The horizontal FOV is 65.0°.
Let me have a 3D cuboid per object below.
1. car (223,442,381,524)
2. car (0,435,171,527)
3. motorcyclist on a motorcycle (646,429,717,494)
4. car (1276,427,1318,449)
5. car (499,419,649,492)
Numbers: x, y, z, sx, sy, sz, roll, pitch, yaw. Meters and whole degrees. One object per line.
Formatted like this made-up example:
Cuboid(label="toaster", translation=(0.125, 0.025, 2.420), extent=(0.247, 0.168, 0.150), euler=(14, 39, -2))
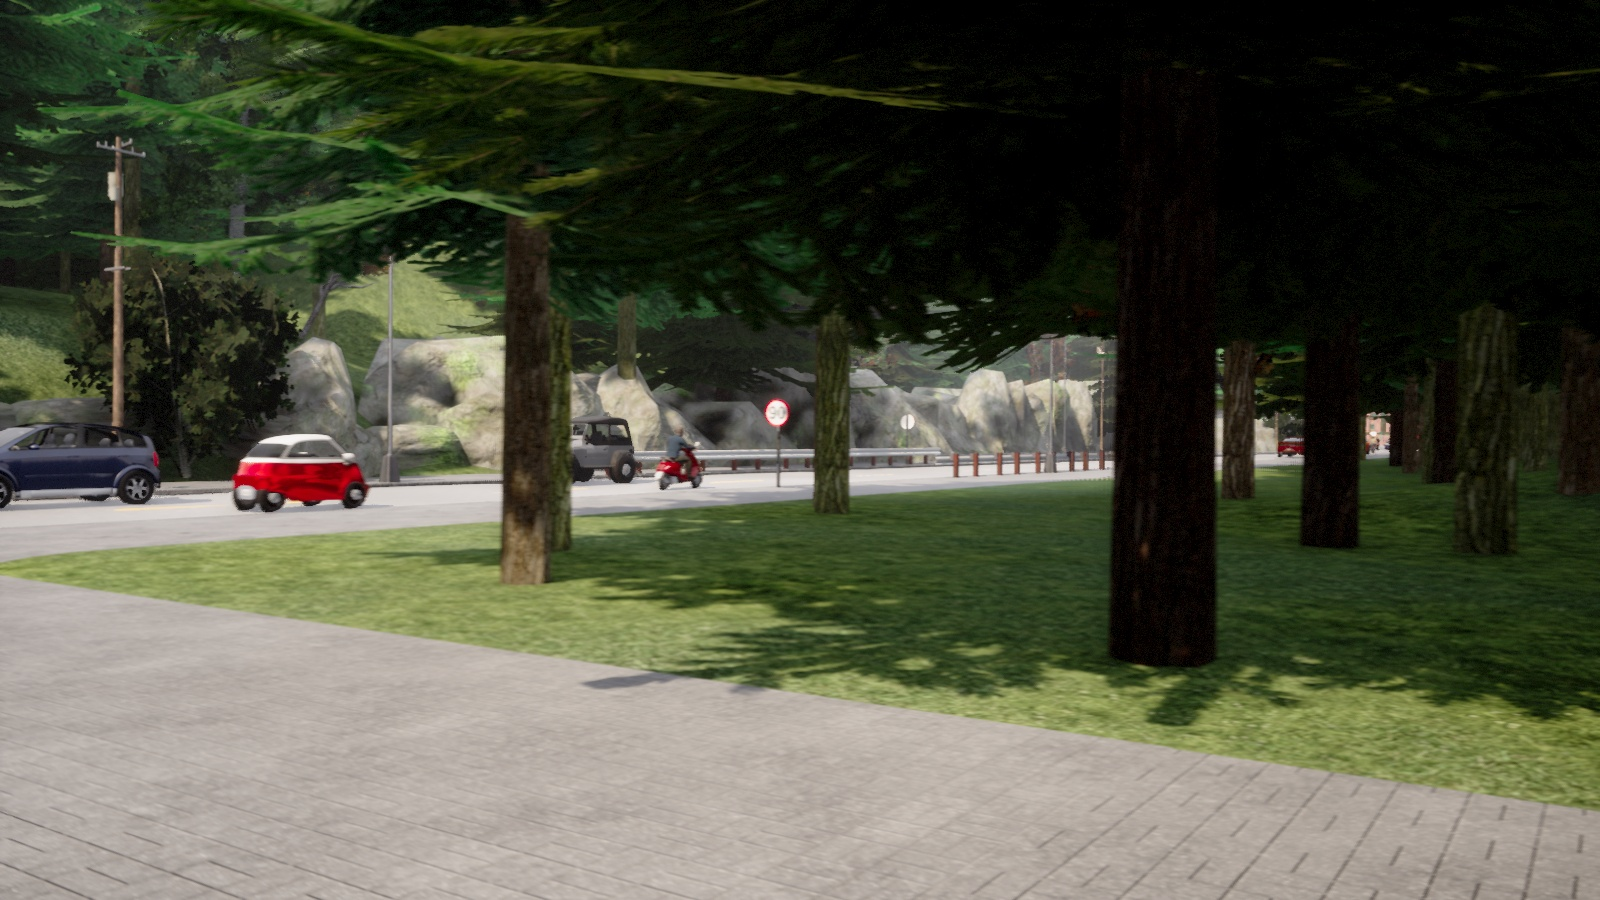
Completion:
Cuboid(label="car", translation=(-9.028, 0.556, 22.849), extent=(1.481, 1.376, 2.207), euler=(0, 1, 32))
Cuboid(label="car", translation=(-13.796, 0.522, 22.948), extent=(1.789, 1.549, 3.705), euler=(0, 1, 33))
Cuboid(label="motorcyclist on a motorcycle", translation=(-3.013, 0.274, 32.095), extent=(0.866, 1.590, 1.817), euler=(0, 1, 33))
Cuboid(label="car", translation=(36.305, -0.871, 91.687), extent=(1.882, 1.535, 5.008), euler=(0, 1, 34))
Cuboid(label="car", translation=(-6.157, 0.112, 34.595), extent=(1.905, 1.878, 3.866), euler=(0, 1, 33))
